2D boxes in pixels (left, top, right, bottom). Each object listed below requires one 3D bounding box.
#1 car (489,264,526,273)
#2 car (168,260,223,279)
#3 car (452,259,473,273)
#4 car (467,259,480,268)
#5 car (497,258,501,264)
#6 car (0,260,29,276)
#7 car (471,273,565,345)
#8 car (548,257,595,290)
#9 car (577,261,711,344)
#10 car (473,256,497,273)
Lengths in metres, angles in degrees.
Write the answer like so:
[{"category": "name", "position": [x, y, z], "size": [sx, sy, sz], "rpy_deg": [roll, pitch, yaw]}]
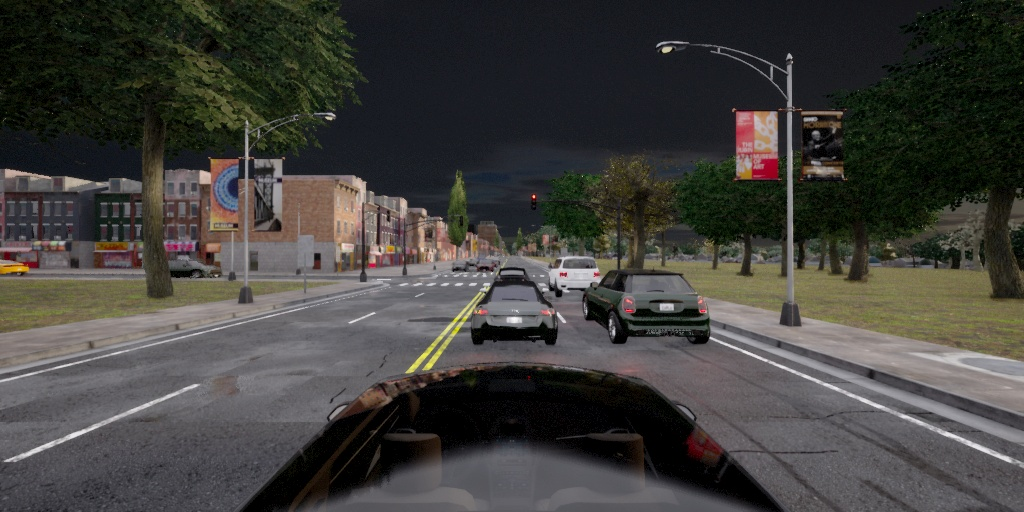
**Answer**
[{"category": "car", "position": [0.008, 1.331, 18.488], "size": [1.837, 1.490, 4.892], "rpy_deg": [0, 0, 0]}, {"category": "car", "position": [-27.797, 1.110, 30.989], "size": [4.553, 1.767, 2.097], "rpy_deg": [0, 0, 0]}, {"category": "car", "position": [-6.693, 1.361, 47.062], "size": [1.837, 1.490, 4.892], "rpy_deg": [0, 0, 0]}, {"category": "car", "position": [-6.698, 1.240, 62.870], "size": [1.837, 1.490, 4.892], "rpy_deg": [0, 0, 0]}, {"category": "car", "position": [-3.454, 1.343, 61.837], "size": [1.895, 1.301, 4.718], "rpy_deg": [0, 1, 0]}, {"category": "car", "position": [-48.975, 1.118, 33.856], "size": [5.008, 1.535, 1.882], "rpy_deg": [0, 0, 0]}, {"category": "car", "position": [0.058, 1.332, 9.576], "size": [1.994, 1.385, 4.181], "rpy_deg": [0, 0, 0]}, {"category": "car", "position": [3.257, 1.054, 19.487], "size": [2.150, 2.045, 5.566], "rpy_deg": [0, 0, 0]}, {"category": "car", "position": [3.310, 1.121, 9.774], "size": [2.097, 1.767, 4.553], "rpy_deg": [0, 0, 0]}, {"category": "car", "position": [-3.444, 1.210, 46.722], "size": [2.097, 1.767, 4.553], "rpy_deg": [0, 0, 0]}]
